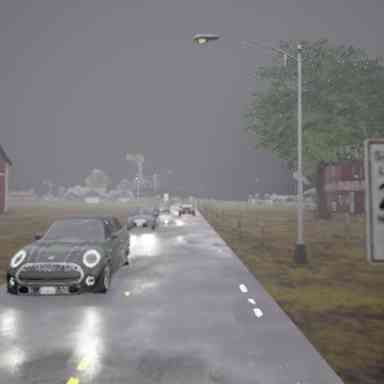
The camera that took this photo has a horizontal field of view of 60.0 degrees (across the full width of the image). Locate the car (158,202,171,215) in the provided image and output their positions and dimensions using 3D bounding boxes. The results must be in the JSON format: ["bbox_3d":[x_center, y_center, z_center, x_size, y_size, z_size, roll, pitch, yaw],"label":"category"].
[{"bbox_3d":[-3.644,2.012,41.661,2.128,1.511,4.902,0,-1,-1],"label":"car"}]

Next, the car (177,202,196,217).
[{"bbox_3d":[-0.604,1.976,37.129,1.812,1.442,4.674,0,-1,-1],"label":"car"}]

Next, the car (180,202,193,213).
[{"bbox_3d":[-0.813,2.134,47.369,1.812,1.442,4.674,0,-1,-1],"label":"car"}]

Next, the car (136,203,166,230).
[{"bbox_3d":[-3.263,1.761,23.113,2.128,1.511,4.902,0,-1,-1],"label":"car"}]

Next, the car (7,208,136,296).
[{"bbox_3d":[-3.005,1.454,9.091,2.097,1.767,4.553,0,-1,-1],"label":"car"}]
